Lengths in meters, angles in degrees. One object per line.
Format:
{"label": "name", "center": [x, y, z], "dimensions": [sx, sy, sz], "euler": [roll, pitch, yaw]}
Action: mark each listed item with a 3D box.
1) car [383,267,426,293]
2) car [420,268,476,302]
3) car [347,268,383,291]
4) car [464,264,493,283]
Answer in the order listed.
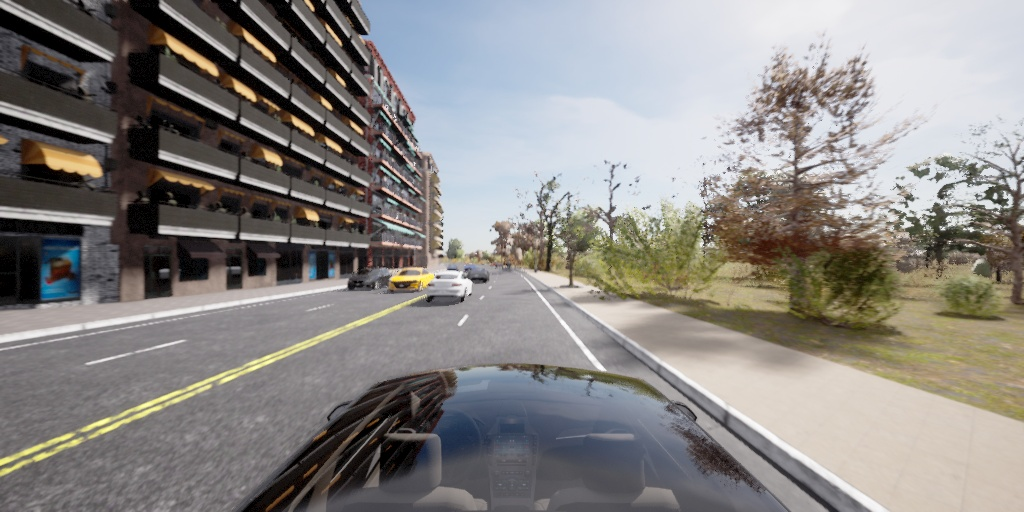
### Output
{"label": "car", "center": [-6.599, 1.538, 23.912], "dimensions": [1.882, 1.535, 5.008], "euler": [0, -1, 0]}
{"label": "car", "center": [-3.145, 1.512, 18.632], "dimensions": [1.812, 1.442, 4.674], "euler": [0, -1, 0]}
{"label": "car", "center": [-9.852, 1.585, 25.309], "dimensions": [1.837, 1.490, 4.892], "euler": [0, -1, 0]}
{"label": "car", "center": [-3.197, 1.770, 34.151], "dimensions": [1.994, 1.385, 4.181], "euler": [0, -1, 0]}
